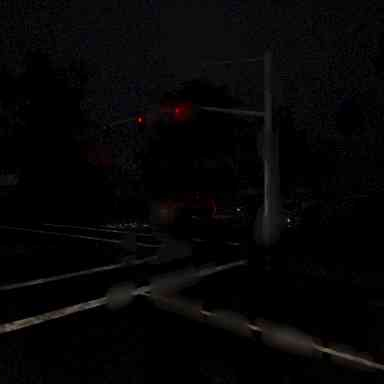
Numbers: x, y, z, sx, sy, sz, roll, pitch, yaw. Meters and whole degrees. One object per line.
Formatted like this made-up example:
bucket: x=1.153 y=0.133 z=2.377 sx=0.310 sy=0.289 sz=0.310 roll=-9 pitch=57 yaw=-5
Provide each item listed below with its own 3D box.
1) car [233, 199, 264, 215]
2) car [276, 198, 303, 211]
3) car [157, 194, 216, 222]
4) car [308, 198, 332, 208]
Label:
car: x=6.165 y=1.491 z=34.491 sx=2.128 sy=1.511 sz=4.902 roll=0 pitch=0 yaw=41
car: x=12.262 y=1.526 z=41.513 sx=1.812 sy=1.442 sz=4.674 roll=0 pitch=0 yaw=41
car: x=-0.342 y=1.221 z=27.004 sx=2.150 sy=2.045 sz=5.566 roll=0 pitch=0 yaw=41
car: x=18.891 y=1.601 z=49.123 sx=1.895 sy=1.301 sz=4.718 roll=0 pitch=0 yaw=41
